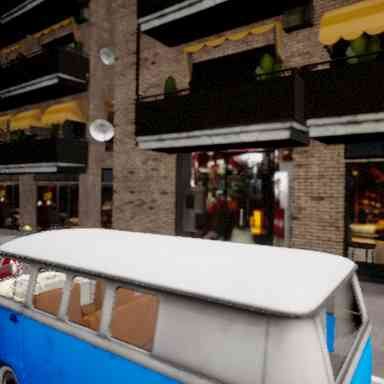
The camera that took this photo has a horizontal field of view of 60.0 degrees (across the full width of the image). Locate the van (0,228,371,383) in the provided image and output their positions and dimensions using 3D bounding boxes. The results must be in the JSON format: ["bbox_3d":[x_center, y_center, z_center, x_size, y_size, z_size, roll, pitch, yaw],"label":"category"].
[{"bbox_3d":[-0.466,1.338,3.184,3.998,1.788,1.690,0,1,36],"label":"van"}]
